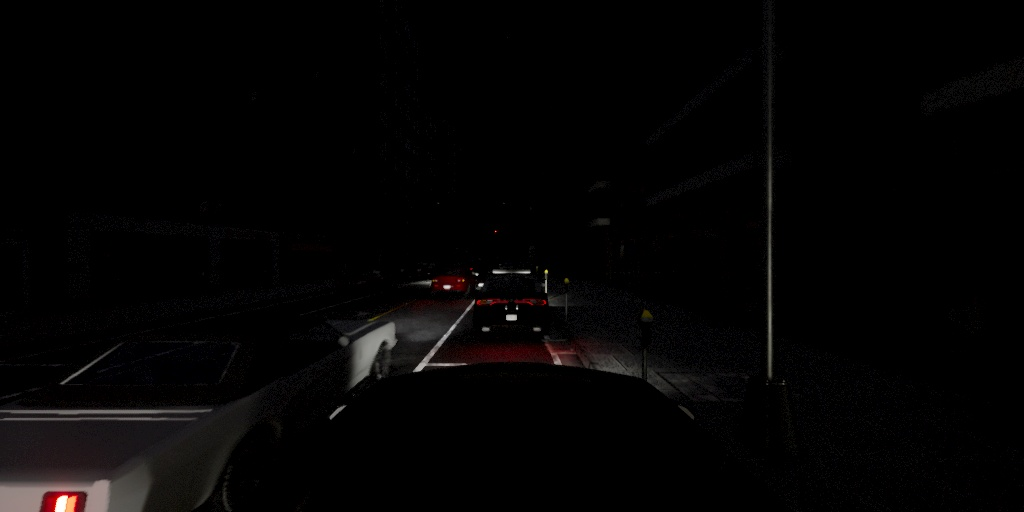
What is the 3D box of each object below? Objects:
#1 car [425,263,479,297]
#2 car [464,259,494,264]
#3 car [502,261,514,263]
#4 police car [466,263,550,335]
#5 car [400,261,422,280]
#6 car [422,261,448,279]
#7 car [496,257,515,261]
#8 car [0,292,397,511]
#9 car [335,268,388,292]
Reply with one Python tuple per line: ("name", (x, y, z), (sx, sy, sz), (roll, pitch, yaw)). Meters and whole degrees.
("car", (-3.017, 1.275, 18.970), (1.812, 1.442, 4.674), (0, 0, 0))
("car", (-2.927, 1.256, 32.171), (1.837, 1.490, 4.892), (0, 0, 0))
("car", (-0.383, 1.300, 25.913), (2.007, 1.370, 4.403), (0, 0, 0))
("police car", (-0.012, 1.175, 10.610), (1.930, 1.638, 5.238), (0, 0, 0))
("car", (-8.408, 1.190, 31.425), (1.967, 1.591, 4.097), (0, 0, 0))
("car", (-5.865, 1.297, 30.747), (2.033, 1.411, 5.357), (0, 0, 0))
("car", (-0.383, 1.190, 36.951), (1.967, 1.591, 4.097), (0, 0, 0))
("car", (-2.925, 1.351, 4.150), (1.895, 1.301, 4.718), (0, 0, 0))
("car", (-8.408, 1.332, 20.388), (1.802, 1.307, 4.207), (0, 0, 0))
